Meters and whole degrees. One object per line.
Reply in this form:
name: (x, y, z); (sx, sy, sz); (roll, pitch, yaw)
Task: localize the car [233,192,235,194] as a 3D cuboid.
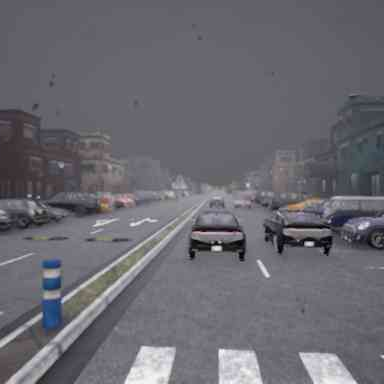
car: (14.903, 0.915, 93.991); (5.008, 1.535, 2.097); (0, 0, 4)

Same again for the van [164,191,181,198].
van: (-5.480, 0.648, 94.101); (4.442, 1.987, 1.878); (0, 0, 4)

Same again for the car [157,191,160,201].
car: (-8.349, 1.024, 55.608); (4.892, 1.521, 2.231); (0, 0, 4)

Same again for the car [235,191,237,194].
car: (14.262, 0.933, 85.679); (4.892, 1.521, 2.231); (0, 0, 5)

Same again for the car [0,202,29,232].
car: (-11.344, 1.391, 17.121); (4.674, 1.452, 2.002); (0, 0, 4)

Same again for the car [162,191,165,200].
car: (-7.925, 1.029, 61.106); (4.674, 1.452, 2.002); (0, 0, 4)

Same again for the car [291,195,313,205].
car: (9.284, 1.253, 21.956); (4.553, 1.767, 2.185); (0, 1, 4)

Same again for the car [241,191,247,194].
car: (12.271, 0.786, 60.748); (5.566, 2.045, 2.435); (0, 0, 4)

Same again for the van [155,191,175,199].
van: (-6.548, 0.678, 80.356); (4.442, 1.987, 1.878); (0, 0, 4)

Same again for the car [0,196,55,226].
car: (-11.101, 1.205, 19.867); (4.553, 1.767, 2.185); (0, 0, 4)

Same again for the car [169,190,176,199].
car: (-6.865, 0.922, 74.851); (5.008, 1.535, 2.097); (0, 0, 4)

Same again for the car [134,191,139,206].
car: (-9.454, 1.001, 41.867); (4.553, 1.767, 2.185); (0, 1, 4)

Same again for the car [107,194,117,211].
car: (-10.093, 1.226, 30.856); (5.366, 1.575, 1.946); (0, 1, 4)

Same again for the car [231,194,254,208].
car: (6.115, 1.297, 40.894); (1.895, 1.301, 4.718); (0, 1, 5)

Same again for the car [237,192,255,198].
car: (14.722, 0.795, 91.218); (4.553, 1.767, 2.185); (0, 0, 4)

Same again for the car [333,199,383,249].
car: (8.631, 1.321, 13.638); (4.553, 1.767, 2.185); (0, 0, 4)

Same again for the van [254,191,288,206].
van: (11.095, 0.911, 46.902); (4.442, 1.987, 1.878); (0, 0, 4)

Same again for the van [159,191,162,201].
van: (-8.014, 0.779, 58.470); (4.442, 1.987, 1.878); (0, 0, 4)

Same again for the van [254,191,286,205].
van: (11.545, 0.890, 49.653); (4.442, 1.987, 1.878); (0, 0, 4)

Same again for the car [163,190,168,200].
car: (-7.899, 0.970, 63.870); (5.366, 1.575, 1.946); (0, 0, 4)

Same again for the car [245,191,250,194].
car: (12.074, 1.057, 57.976); (4.892, 1.521, 2.231); (0, 0, 4)

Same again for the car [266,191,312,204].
car: (9.935, 1.042, 30.265); (5.566, 2.045, 2.435); (0, 1, 4)

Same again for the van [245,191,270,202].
van: (12.400, 0.796, 63.524); (4.442, 1.987, 1.878); (0, 0, 4)

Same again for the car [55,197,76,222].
car: (-10.925, 1.309, 22.625); (4.892, 1.521, 2.231); (0, 0, 4)

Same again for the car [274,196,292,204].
car: (9.694, 1.322, 27.500); (4.892, 1.521, 2.231); (0, 1, 4)

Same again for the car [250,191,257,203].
car: (11.022, 0.910, 44.119); (5.566, 2.045, 2.435); (0, 1, 4)

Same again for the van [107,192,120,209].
van: (-9.947, 0.977, 33.608); (4.442, 1.987, 1.878); (0, 1, 4)

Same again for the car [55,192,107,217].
car: (-10.519, 1.004, 28.121); (5.566, 2.045, 2.435); (0, 1, 4)

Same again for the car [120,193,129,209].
car: (-9.856, 1.176, 36.368); (5.008, 1.535, 2.097); (0, 1, 4)

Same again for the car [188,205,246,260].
car: (0.905, 1.441, 12.257); (2.128, 1.511, 4.902); (0, 0, 4)

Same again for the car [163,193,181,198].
car: (-5.575, 0.919, 91.344); (4.674, 1.452, 2.002); (0, 0, 4)

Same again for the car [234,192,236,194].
car: (14.469, 0.926, 88.448); (5.008, 1.535, 2.097); (0, 0, 4)

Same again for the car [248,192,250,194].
car: (11.653, 1.133, 52.560); (4.674, 1.452, 2.002); (0, 0, 4)

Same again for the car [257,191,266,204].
car: (10.323, 0.985, 35.937); (5.566, 2.045, 2.435); (0, 1, 4)

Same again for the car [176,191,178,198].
car: (-6.673, 0.661, 77.600); (5.566, 2.045, 2.435); (0, 0, 4)

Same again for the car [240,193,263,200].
car: (13.380, 0.969, 74.598); (4.892, 1.521, 2.231); (0, 0, 4)

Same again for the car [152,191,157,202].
car: (-8.562, 1.043, 52.860); (4.892, 1.521, 2.231); (0, 0, 4)

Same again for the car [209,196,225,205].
car: (3.235, 1.196, 42.765); (1.812, 1.442, 4.674); (0, 1, 5)

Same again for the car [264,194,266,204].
car: (10.308, 1.262, 33.027); (5.366, 1.575, 1.946); (0, 1, 4)

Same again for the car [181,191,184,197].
car: (-5.607, 0.882, 88.580); (5.366, 1.575, 1.946); (0, 0, 4)

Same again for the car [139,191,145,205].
car: (-9.178, 0.978, 44.611); (4.553, 1.767, 2.185); (0, 0, 4)

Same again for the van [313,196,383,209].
van: (8.712, 1.202, 16.548); (4.442, 1.987, 1.878); (0, 1, 4)

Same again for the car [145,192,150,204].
car: (-8.990, 1.083, 47.362); (4.892, 1.521, 2.231); (0, 0, 4)

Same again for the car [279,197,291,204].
car: (9.475, 1.348, 24.855); (5.008, 1.535, 2.097); (0, 1, 4)

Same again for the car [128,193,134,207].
car: (-9.667, 1.025, 39.118); (4.553, 1.767, 2.185); (0, 1, 4)

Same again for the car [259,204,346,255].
car: (3.971, 1.446, 13.159); (2.128, 1.511, 4.902); (0, 0, 4)

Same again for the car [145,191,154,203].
car: (-8.776, 1.062, 50.112); (4.892, 1.521, 2.231); (0, 0, 4)

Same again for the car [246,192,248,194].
car: (11.834, 1.104, 55.208); (4.792, 1.488, 2.163); (0, 0, 5)

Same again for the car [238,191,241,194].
car: (12.923, 0.741, 69.057); (5.566, 2.045, 2.435); (0, 0, 4)

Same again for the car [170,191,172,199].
car: (-7.316, 0.975, 69.356); (4.792, 1.488, 2.163); (0, 0, 4)

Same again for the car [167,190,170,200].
car: (-7.494, 0.960, 66.603); (4.892, 1.521, 2.231); (0, 0, 4)
